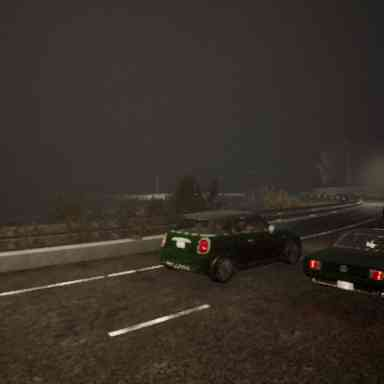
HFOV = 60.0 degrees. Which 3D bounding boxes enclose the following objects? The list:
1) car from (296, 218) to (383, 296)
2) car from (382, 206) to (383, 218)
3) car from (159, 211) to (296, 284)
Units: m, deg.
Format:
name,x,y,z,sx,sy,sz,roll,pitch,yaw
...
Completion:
name,x,y,z,sx,sy,sz,roll,pitch,yaw
car,4.709,1.558,8.103,4.718,1.301,1.895,-1,0,-42
car,16.456,1.197,26.173,2.097,1.767,4.553,0,0,38
car,1.323,1.338,9.847,4.553,1.767,2.097,-1,0,-41
